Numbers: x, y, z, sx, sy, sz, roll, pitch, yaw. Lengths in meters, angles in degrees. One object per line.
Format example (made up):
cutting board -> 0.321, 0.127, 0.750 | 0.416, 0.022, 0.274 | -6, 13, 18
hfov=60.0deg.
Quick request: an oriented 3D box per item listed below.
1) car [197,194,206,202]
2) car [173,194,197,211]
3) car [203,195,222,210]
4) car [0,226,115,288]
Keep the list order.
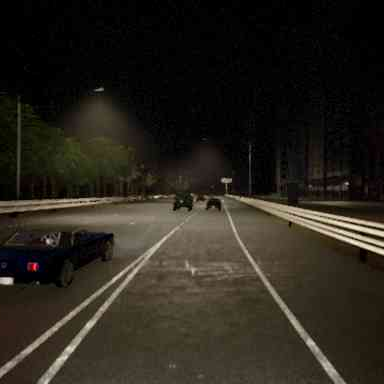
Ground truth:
car -> 1.980, 1.592, 76.600 | 1.812, 1.442, 4.674 | 0, 0, 5
car -> -0.977, 1.229, 40.715 | 2.150, 2.045, 5.566 | 0, 0, 5
car -> 2.859, 1.545, 43.449 | 1.837, 1.490, 4.892 | 1, 0, 5
car -> -3.677, 1.575, 9.159 | 1.895, 1.301, 4.718 | 0, 0, 5
